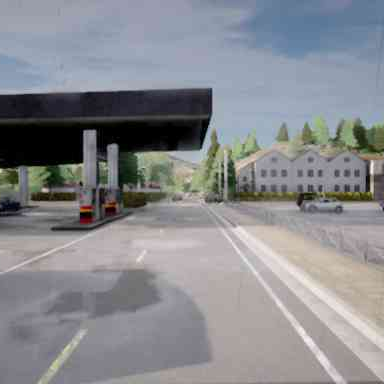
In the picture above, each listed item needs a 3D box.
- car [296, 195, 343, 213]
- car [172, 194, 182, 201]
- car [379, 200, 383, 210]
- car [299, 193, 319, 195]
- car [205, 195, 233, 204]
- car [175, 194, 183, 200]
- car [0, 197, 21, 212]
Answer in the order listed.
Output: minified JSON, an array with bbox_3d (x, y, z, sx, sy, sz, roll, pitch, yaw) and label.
[{"bbox_3d":[12.695,1.308,32.732,3.806,1.475,1.970,0,0,0],"label":"car"},{"bbox_3d":[-3.476,1.233,76.468,2.097,1.767,4.553,0,0,0],"label":"car"},{"bbox_3d":[21.174,1.045,32.818,4.605,1.855,1.932,0,0,0],"label":"car"},{"bbox_3d":[13.287,1.019,36.060,3.866,1.878,1.905,0,0,0],"label":"car"},{"bbox_3d":[4.508,1.216,54.882,4.902,1.511,2.128,0,-1,-24],"label":"car"},{"bbox_3d":[-3.473,1.339,86.855,1.882,1.535,5.008,0,0,0],"label":"car"},{"bbox_3d":[-20.716,1.423,36.416,2.242,1.667,4.611,0,0,0],"label":"car"}]
